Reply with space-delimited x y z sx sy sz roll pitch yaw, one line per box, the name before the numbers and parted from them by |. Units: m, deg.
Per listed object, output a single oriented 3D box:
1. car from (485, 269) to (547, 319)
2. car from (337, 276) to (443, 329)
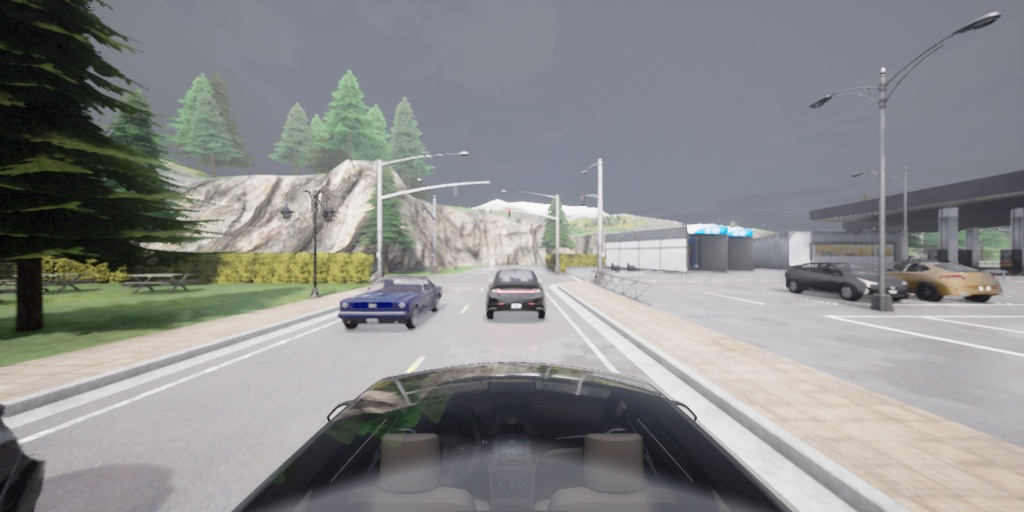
car | 0.113 1.200 12.530 2.128 1.511 4.902 0 0 0
car | -3.491 1.314 11.186 1.895 1.301 4.718 0 0 0
